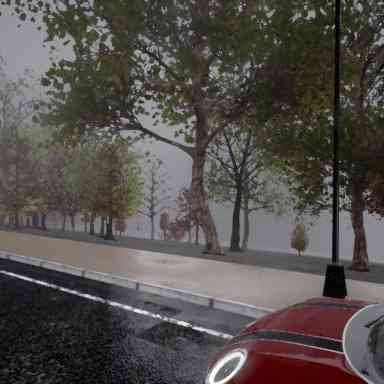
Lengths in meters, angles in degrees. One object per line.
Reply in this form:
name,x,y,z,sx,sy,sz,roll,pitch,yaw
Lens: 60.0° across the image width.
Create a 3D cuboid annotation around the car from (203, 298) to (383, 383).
car,2.238,1.352,2.079,4.553,1.767,2.097,0,0,36
